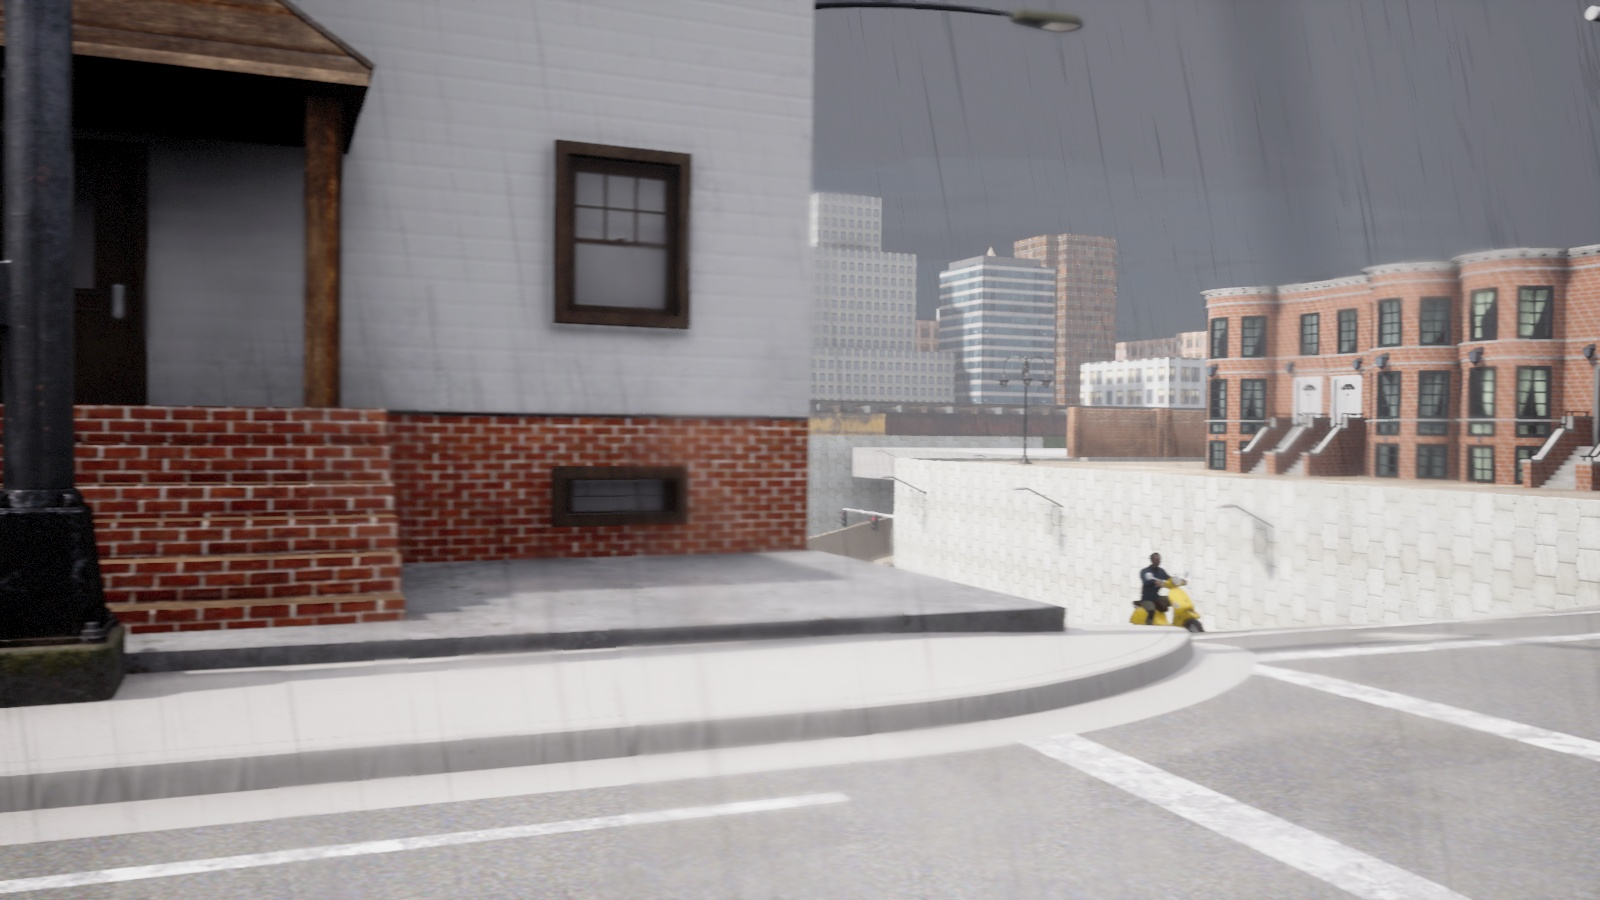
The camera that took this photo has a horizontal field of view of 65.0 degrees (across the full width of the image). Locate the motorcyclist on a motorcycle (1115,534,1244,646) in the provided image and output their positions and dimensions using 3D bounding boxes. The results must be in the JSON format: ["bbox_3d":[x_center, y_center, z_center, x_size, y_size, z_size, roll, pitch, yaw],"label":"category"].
[{"bbox_3d":[6.214,2.335,20.688,0.866,1.590,1.817,-2,-11,-22],"label":"motorcyclist on a motorcycle"}]
